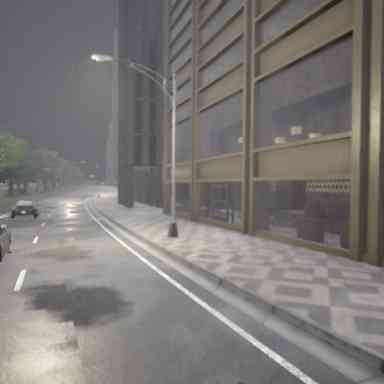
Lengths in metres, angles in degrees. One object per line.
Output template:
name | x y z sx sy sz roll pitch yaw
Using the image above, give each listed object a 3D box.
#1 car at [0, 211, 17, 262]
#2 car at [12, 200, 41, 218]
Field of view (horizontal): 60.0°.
car | -6.873 1.517 10.334 1.994 1.385 4.181 0 0 -22
car | -13.542 1.340 27.304 1.812 1.442 4.674 0 0 -21
